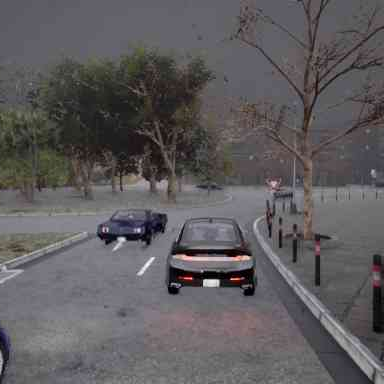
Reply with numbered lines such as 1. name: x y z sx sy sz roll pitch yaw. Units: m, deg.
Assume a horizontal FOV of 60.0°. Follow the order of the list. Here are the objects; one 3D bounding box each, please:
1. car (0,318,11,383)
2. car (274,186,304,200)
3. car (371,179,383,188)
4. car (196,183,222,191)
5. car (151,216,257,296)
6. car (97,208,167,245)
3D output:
1. car: -3.020 1.517 1.908 1.812 1.442 4.674 0 0 1
2. car: 11.200 0.049 37.111 4.902 1.511 2.128 -2 4 -33
3. car: 34.491 -1.565 59.918 2.185 1.767 4.553 -1 4 -16
4. car: 2.815 -0.955 56.566 4.718 1.301 1.895 3 4 44
5. car: 0.474 1.399 8.484 2.128 1.511 4.902 0 1 3
6. car: -2.306 1.344 14.265 1.895 1.301 4.718 0 2 6
